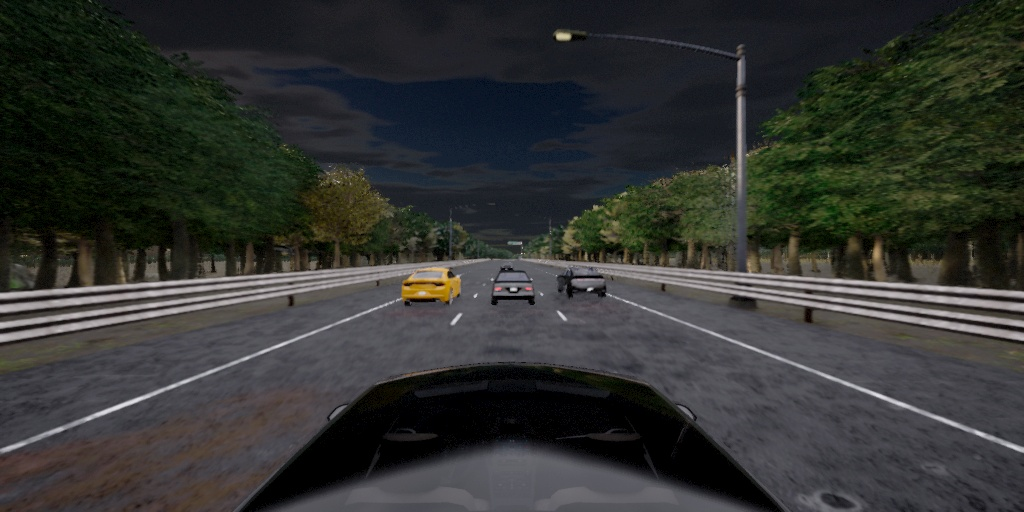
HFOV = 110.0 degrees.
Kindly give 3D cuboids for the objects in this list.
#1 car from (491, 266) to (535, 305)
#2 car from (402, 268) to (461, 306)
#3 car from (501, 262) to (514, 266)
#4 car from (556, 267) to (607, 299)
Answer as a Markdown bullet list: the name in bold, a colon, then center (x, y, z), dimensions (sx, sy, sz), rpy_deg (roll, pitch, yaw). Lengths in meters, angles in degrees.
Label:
- **car**: center (0.012, 1.354, 16.478), dimensions (2.033, 1.411, 5.357), rpy_deg (0, 0, -1)
- **car**: center (-3.493, 1.289, 16.281), dimensions (1.882, 1.535, 5.008), rpy_deg (0, 0, -1)
- **car**: center (-0.650, 1.544, 51.211), dimensions (1.895, 1.301, 4.718), rpy_deg (0, 0, -1)
- **car**: center (3.470, 1.301, 18.541), dimensions (2.128, 1.511, 4.902), rpy_deg (0, 0, -1)
